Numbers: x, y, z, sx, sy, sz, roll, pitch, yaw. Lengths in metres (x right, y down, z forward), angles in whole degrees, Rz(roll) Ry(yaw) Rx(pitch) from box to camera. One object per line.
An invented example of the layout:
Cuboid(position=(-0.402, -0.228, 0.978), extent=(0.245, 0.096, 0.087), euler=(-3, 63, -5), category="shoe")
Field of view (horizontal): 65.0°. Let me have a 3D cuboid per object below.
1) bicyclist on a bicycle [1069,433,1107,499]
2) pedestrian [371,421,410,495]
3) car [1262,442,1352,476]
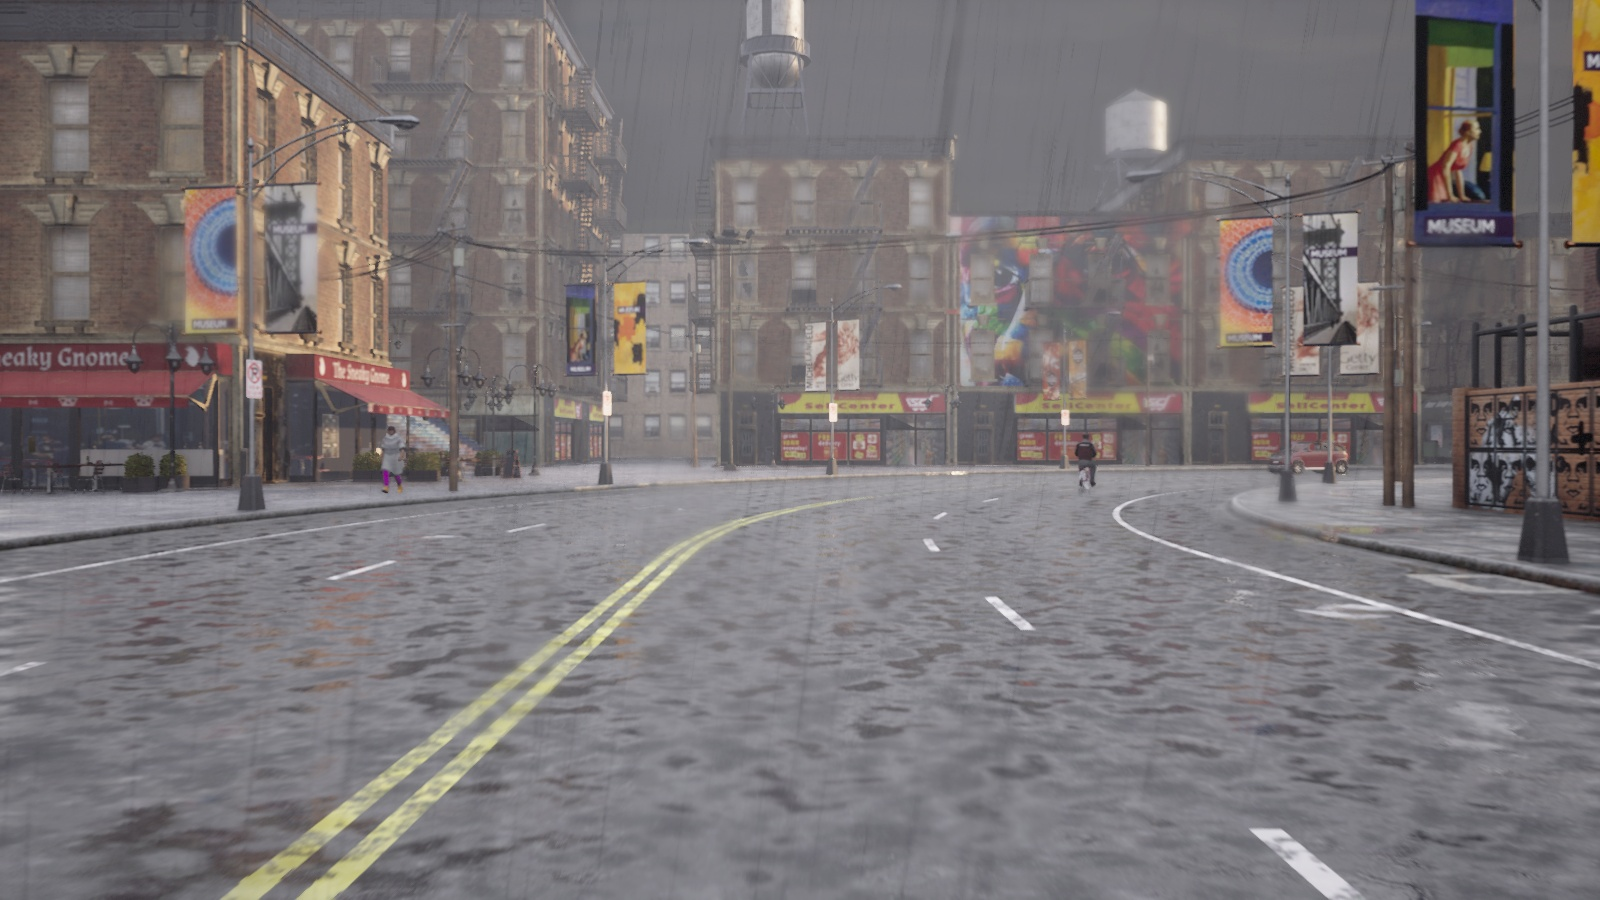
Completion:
Cuboid(position=(8.017, 0.427, 34.926), extent=(0.659, 1.776, 1.843), euler=(1, 1, 25), category="bicyclist on a bicycle")
Cuboid(position=(-10.850, 0.207, 33.273), extent=(0.659, 1.952, 0.873), euler=(0, 0, 7), category="pedestrian")
Cuboid(position=(23.978, 0.410, 59.419), extent=(3.705, 1.549, 1.789), euler=(0, 0, -19), category="car")
